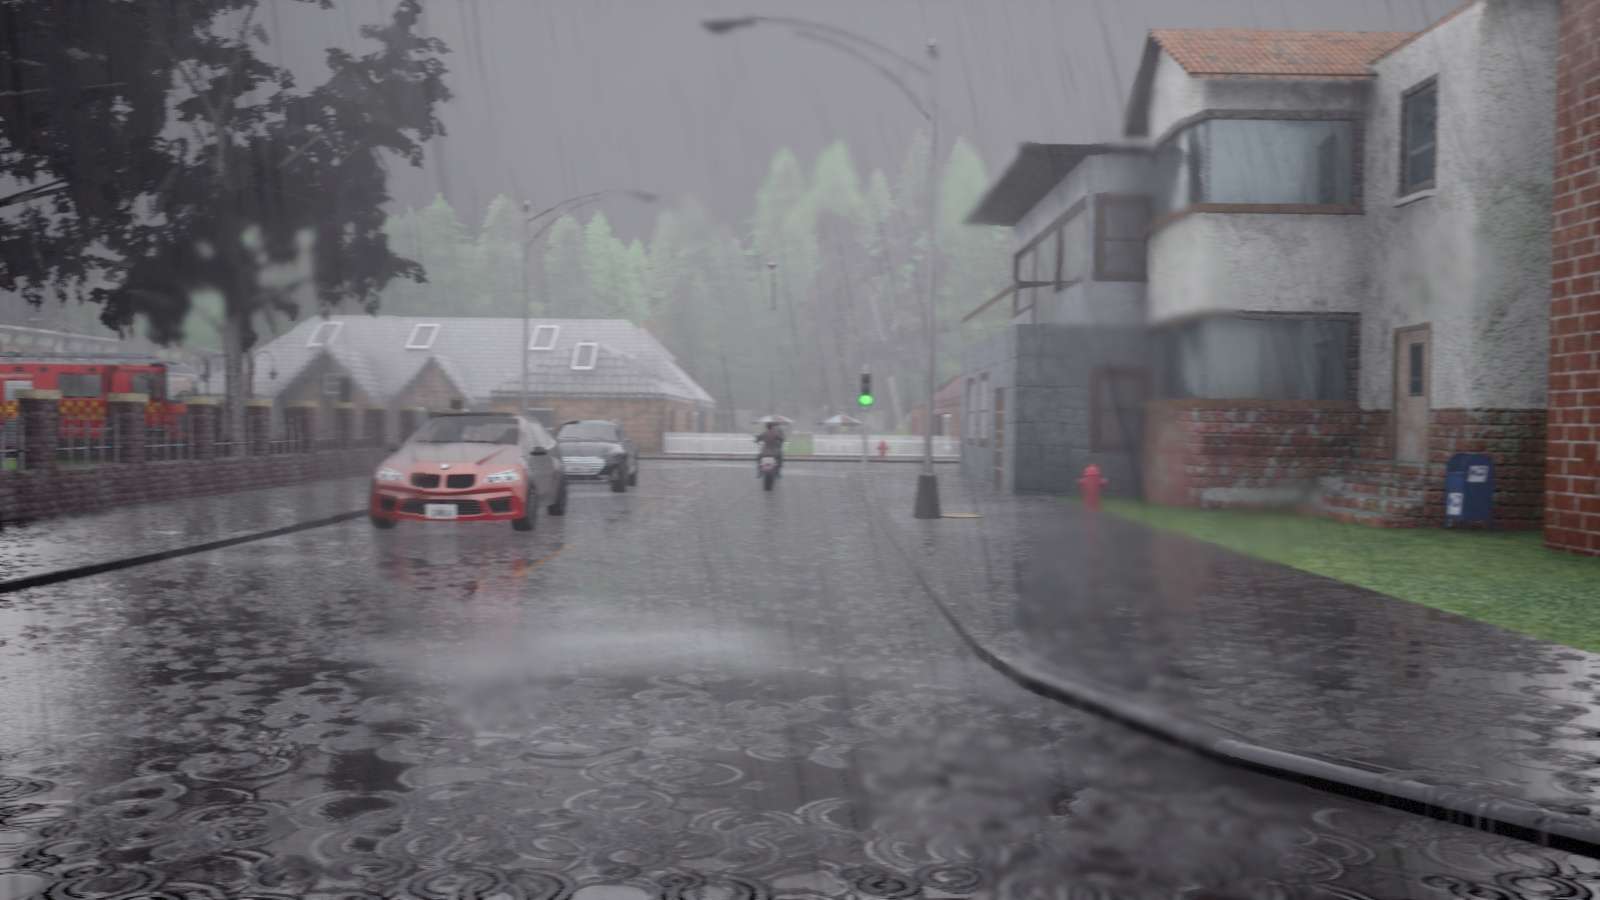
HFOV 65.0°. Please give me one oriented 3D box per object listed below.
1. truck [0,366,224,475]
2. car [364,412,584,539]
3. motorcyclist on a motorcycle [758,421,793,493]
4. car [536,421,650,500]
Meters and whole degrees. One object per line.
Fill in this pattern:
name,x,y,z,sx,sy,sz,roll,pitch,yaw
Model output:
truck,-26.068,-1.077,46.082,8.468,3.827,2.891,-1,1,-1
car,-4.739,0.293,19.046,2.242,1.667,4.611,-1,1,-2
motorcyclist on a motorcycle,-0.567,0.138,29.988,0.766,1.649,2.350,-1,1,1
car,-4.684,0.173,29.075,2.033,1.649,4.856,-1,1,-3
